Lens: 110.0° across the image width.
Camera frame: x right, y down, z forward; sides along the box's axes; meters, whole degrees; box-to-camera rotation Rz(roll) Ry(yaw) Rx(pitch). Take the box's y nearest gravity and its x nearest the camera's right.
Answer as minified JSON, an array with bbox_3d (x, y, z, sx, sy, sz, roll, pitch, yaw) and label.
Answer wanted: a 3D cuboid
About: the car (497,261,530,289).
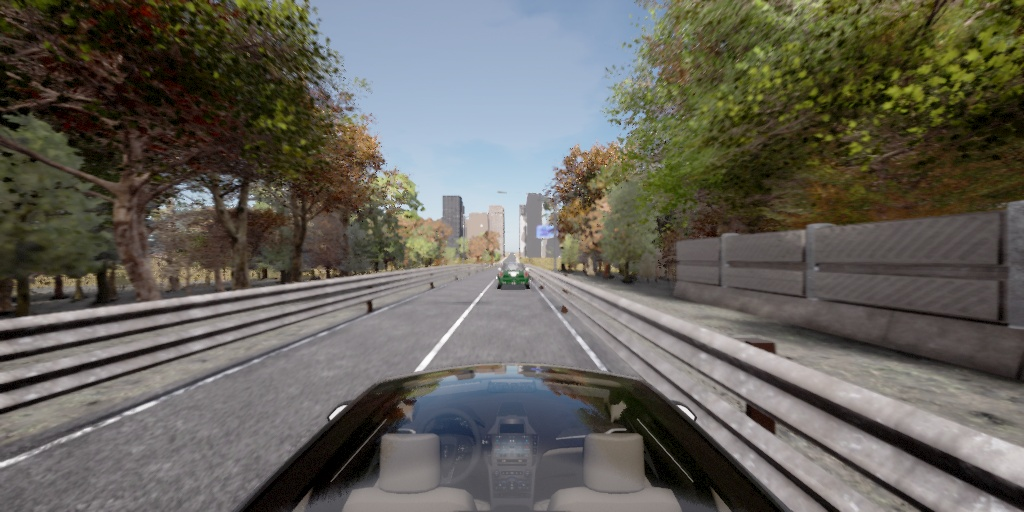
[{"bbox_3d":[0.097,1.217,24.593,2.097,1.767,4.553,0,-1,0],"label":"car"}]
